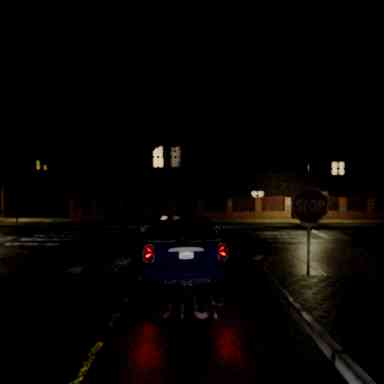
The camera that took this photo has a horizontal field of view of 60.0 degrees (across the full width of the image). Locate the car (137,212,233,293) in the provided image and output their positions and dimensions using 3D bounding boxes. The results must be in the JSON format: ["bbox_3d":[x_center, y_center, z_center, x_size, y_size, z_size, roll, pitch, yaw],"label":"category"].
[{"bbox_3d":[-0.354,1.352,9.066,2.097,1.767,4.553,0,0,-6],"label":"car"}]
